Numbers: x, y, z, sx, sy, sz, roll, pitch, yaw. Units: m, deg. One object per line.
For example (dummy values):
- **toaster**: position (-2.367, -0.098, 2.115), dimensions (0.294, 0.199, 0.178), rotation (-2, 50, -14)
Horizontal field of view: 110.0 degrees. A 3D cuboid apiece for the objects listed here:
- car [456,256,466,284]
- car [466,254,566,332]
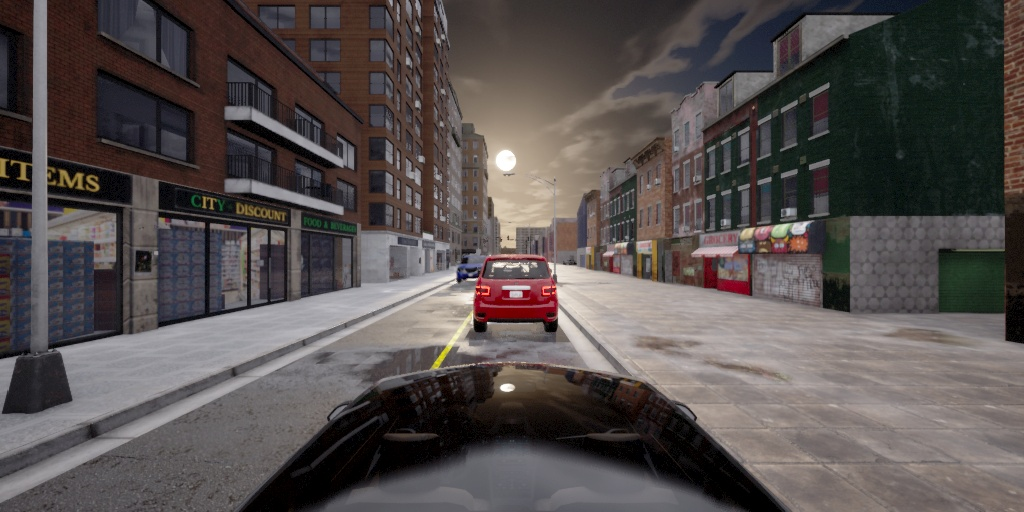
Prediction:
- **car**: position (-2.884, 0.971, 27.624), dimensions (2.150, 2.045, 5.566), rotation (0, 0, 0)
- **car**: position (0.090, 0.972, 10.947), dimensions (2.150, 2.045, 5.566), rotation (0, 0, 0)
